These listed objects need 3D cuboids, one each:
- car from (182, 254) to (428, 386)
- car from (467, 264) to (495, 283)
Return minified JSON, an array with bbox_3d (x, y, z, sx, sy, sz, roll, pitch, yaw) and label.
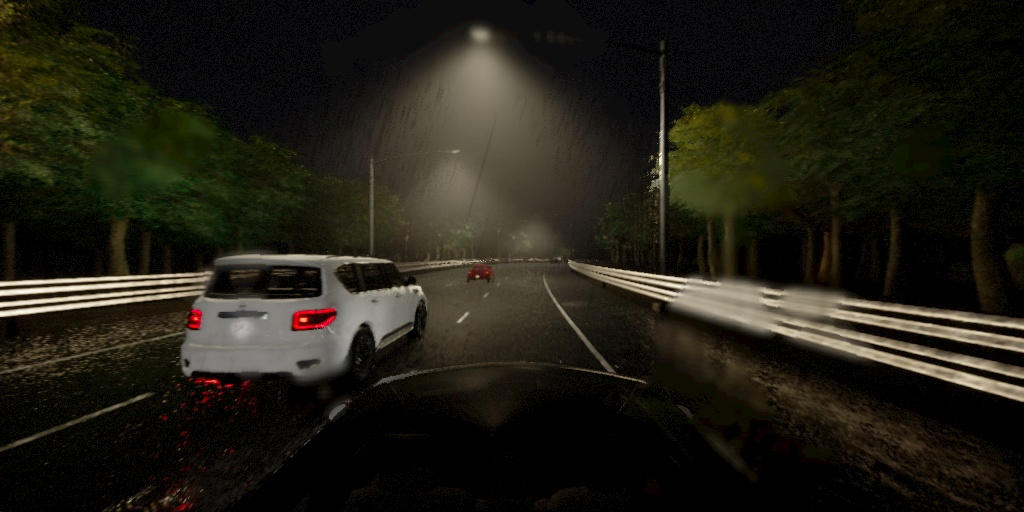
[{"bbox_3d":[-3.345,1.006,7.208,2.150,2.045,5.566,0,0,1],"label":"car"},{"bbox_3d":[-2.454,1.378,29.305,1.812,1.442,4.674,0,0,4],"label":"car"}]
